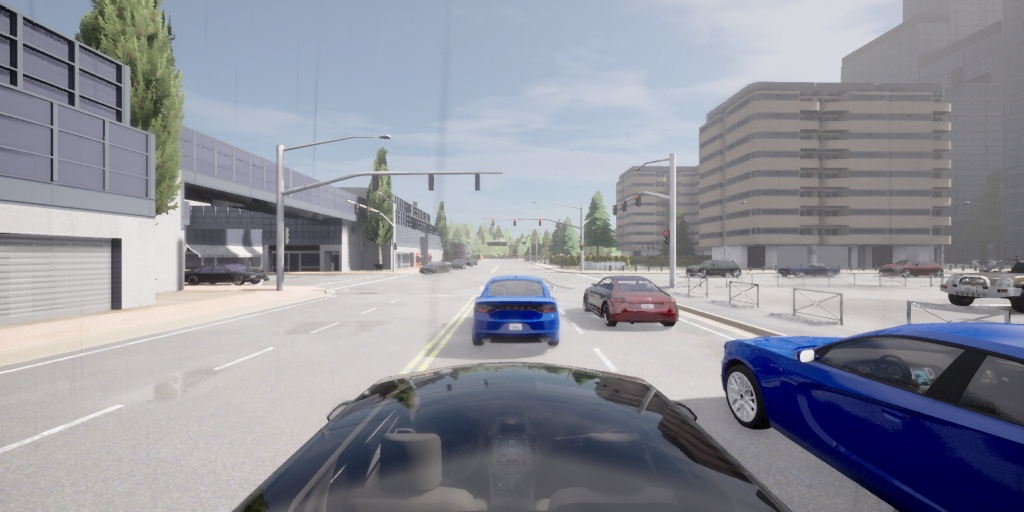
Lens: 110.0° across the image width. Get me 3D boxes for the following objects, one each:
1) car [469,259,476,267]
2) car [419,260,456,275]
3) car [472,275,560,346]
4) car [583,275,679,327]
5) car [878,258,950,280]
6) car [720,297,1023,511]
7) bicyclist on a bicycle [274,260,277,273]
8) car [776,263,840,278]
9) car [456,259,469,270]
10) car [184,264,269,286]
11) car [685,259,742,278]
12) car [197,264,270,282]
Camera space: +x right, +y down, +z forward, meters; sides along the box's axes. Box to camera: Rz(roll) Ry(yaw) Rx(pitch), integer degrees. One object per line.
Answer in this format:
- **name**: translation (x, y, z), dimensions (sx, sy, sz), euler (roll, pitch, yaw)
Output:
- **car**: translation (-8.089, 1.351, 64.674), dimensions (1.895, 1.301, 4.718), euler (0, 0, -1)
- **car**: translation (-8.391, 1.297, 39.864), dimensions (2.033, 1.411, 5.357), euler (0, 0, 12)
- **car**: translation (0.095, 1.228, 9.446), dimensions (1.882, 1.535, 5.008), euler (0, 0, 0)
- **car**: translation (3.603, 1.314, 11.578), dimensions (1.994, 1.385, 4.181), euler (0, 0, 0)
- **car**: translation (37.473, 1.102, 33.781), dimensions (4.553, 1.767, 2.097), euler (0, 0, -1)
- **car**: translation (3.603, 1.228, 2.594), dimensions (1.882, 1.535, 5.008), euler (0, 0, 0)
- **bicyclist on a bicycle**: translation (-25.837, 1.053, 39.663), dimensions (0.582, 1.620, 1.656), euler (0, 0, -1)
- **car**: translation (27.676, 1.351, 33.595), dimensions (4.718, 1.301, 1.895), euler (0, 0, -1)
- **car**: translation (-7.922, 1.254, 53.154), dimensions (1.837, 1.490, 4.892), euler (0, 0, -1)
- **car**: translation (-19.937, 1.297, 24.758), dimensions (5.357, 1.411, 2.033), euler (0, 0, -1)
- **car**: translation (18.689, 1.102, 33.411), dimensions (4.553, 1.767, 2.097), euler (0, 0, -1)
- **car**: translation (-21.818, 1.314, 28.233), dimensions (4.181, 1.385, 1.994), euler (0, 0, -1)
